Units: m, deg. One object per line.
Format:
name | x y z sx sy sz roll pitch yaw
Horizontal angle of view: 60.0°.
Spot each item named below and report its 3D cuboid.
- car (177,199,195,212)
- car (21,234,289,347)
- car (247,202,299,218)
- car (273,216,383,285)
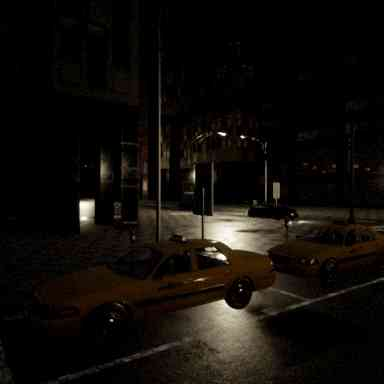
car | 0.132 1.436 35.434 1.812 1.442 4.674 0 0 -35
car | -0.489 1.525 6.290 4.829 1.417 1.752 0 0 -35
car | 6.421 1.507 26.691 1.994 1.385 4.181 0 0 -35
car | 4.078 1.525 9.533 4.829 1.417 1.752 0 0 -35
